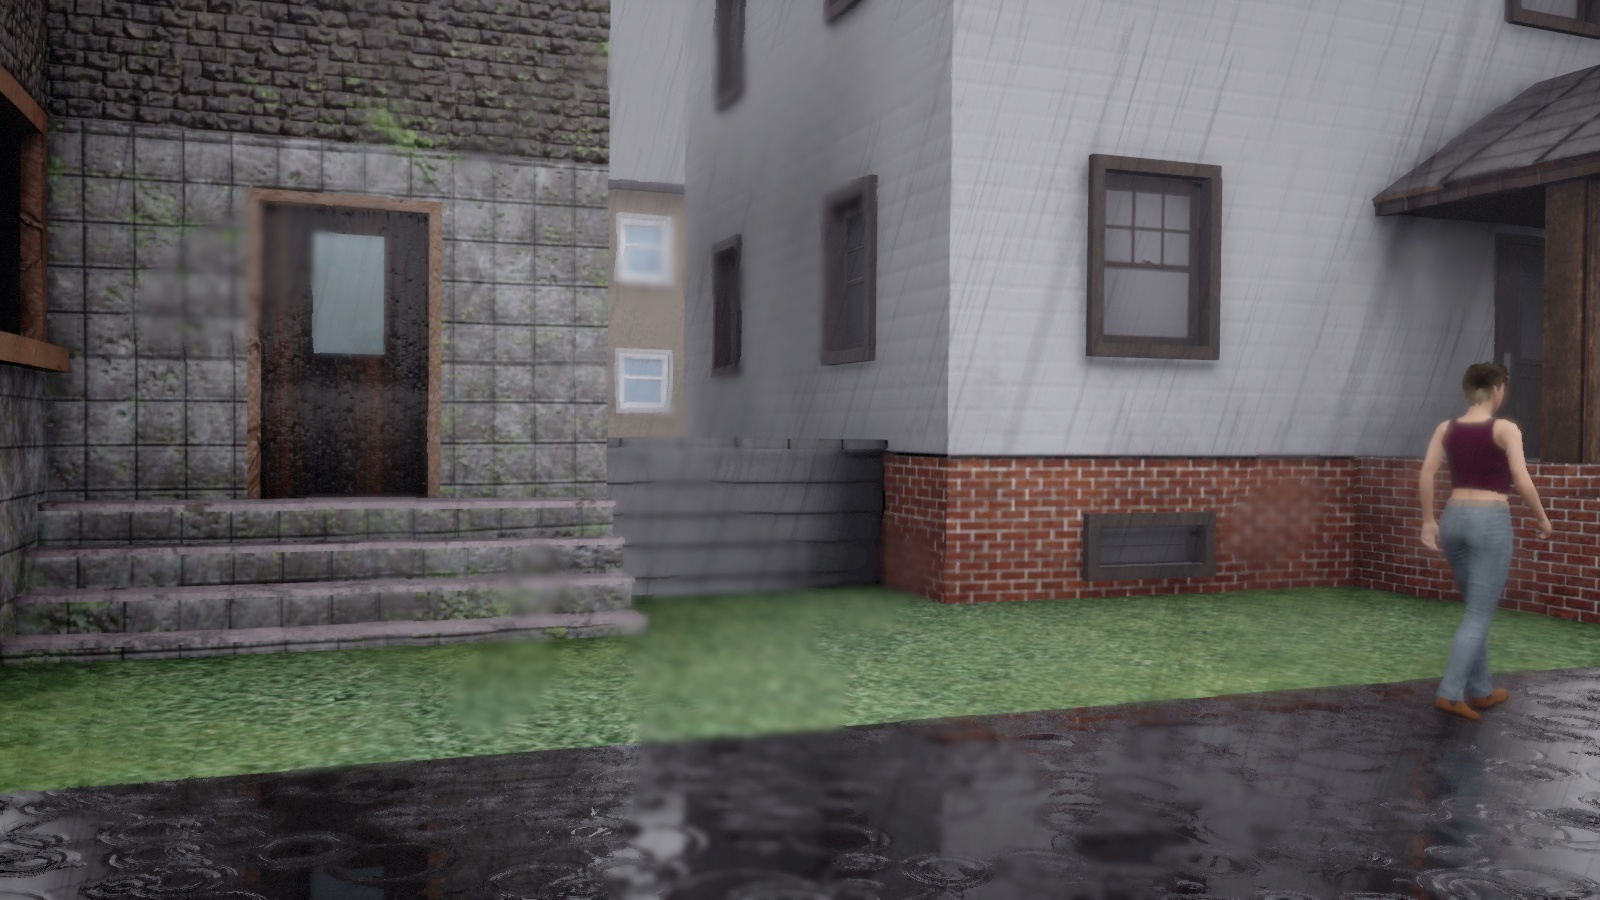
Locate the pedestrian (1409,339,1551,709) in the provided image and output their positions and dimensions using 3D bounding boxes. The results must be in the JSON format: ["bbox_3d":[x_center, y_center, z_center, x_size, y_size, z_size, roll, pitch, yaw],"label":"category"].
[{"bbox_3d":[3.521,0.364,6.505,0.594,1.836,0.345,-1,1,-23],"label":"pedestrian"}]
